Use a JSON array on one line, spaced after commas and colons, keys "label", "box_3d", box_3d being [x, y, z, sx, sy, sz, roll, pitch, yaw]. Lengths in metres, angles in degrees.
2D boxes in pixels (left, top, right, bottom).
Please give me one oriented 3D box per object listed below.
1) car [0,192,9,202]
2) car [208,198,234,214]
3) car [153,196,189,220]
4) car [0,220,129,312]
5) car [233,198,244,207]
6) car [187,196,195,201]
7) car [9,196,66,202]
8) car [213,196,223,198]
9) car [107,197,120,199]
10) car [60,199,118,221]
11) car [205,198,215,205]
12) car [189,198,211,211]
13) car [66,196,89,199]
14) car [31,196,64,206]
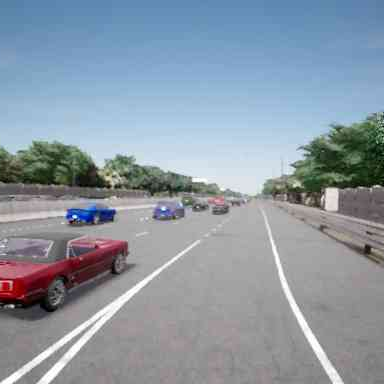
[{"label": "car", "box_3d": [-19.654, 1.070, 32.504, 2.097, 1.767, 4.553, 1, -1, 12]}, {"label": "car", "box_3d": [3.729, 1.928, 42.039, 2.128, 1.511, 4.902, 1, 0, 11]}, {"label": "car", "box_3d": [-2.043, 1.541, 30.915, 2.097, 1.767, 4.553, 1, 0, 11]}, {"label": "car", "box_3d": [-3.142, 1.578, 7.748, 1.895, 1.301, 4.718, 1, 0, 11]}, {"label": "car", "box_3d": [9.502, 2.349, 71.464, 1.837, 1.490, 4.892, 1, -1, 11]}, {"label": "car", "box_3d": [-0.406, 1.668, 57.202, 2.150, 2.045, 5.566, 1, -1, 11]}, {"label": "car", "box_3d": [-15.718, 1.388, 34.316, 2.033, 1.411, 5.357, 1, 0, 12]}, {"label": "car", "box_3d": [5.518, 1.939, 69.262, 2.150, 2.045, 5.566, 1, -1, 11]}, {"label": "car", "box_3d": [-12.260, 1.549, 51.530, 1.882, 1.535, 5.008, 1, -1, 12]}, {"label": "car", "box_3d": [-7.039, 1.475, 23.819, 1.882, 1.535, 5.008, 1, 0, 11]}, {"label": "car", "box_3d": [4.549, 2.341, 82.668, 1.812, 1.442, 4.674, 1, -1, 11]}, {"label": "car", "box_3d": [1.263, 1.939, 47.618, 1.812, 1.442, 4.674, 1, 0, 11]}, {"label": "car", "box_3d": [-16.279, 1.506, 49.343, 1.994, 1.385, 4.181, 1, 0, 12]}, {"label": "car", "box_3d": [-22.742, 1.338, 52.600, 2.033, 1.411, 5.357, 1, 0, 12]}]
